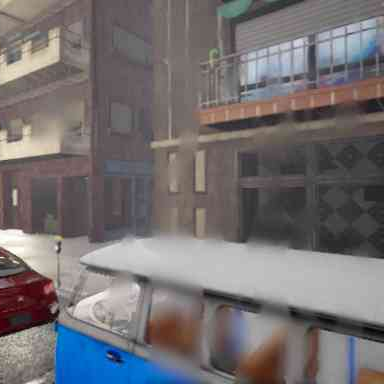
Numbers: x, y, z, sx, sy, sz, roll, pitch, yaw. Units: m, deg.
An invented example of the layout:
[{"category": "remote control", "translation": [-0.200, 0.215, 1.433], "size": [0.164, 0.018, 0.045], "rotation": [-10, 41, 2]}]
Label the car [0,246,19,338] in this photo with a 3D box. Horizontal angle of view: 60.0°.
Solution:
[{"category": "car", "translation": [-3.983, 1.548, 5.688], "size": [4.206, 1.307, 1.802], "rotation": [0, -1, 36]}]

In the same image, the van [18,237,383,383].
[{"category": "van", "translation": [0.638, 1.337, 2.398], "size": [3.998, 1.788, 1.690], "rotation": [0, -1, 36]}]
